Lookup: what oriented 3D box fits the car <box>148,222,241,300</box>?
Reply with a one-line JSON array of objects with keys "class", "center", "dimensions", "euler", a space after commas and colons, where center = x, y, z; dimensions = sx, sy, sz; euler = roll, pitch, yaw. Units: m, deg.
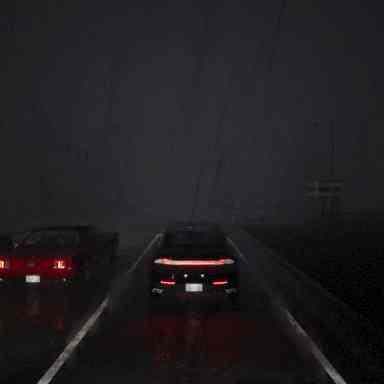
[{"class": "car", "center": [0.058, 1.492, 8.366], "dimensions": [2.128, 1.511, 4.902], "euler": [0, 0, 0]}]

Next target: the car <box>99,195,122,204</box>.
[{"class": "car", "center": [-14.995, 1.352, 61.514], "dimensions": [2.097, 1.767, 4.553], "euler": [0, 0, 0]}]

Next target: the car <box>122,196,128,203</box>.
[{"class": "car", "center": [-14.992, 1.552, 71.552], "dimensions": [1.994, 1.385, 4.181], "euler": [0, 0, 0]}]

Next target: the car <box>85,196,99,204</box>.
[{"class": "car", "center": [-18.493, 1.477, 62.128], "dimensions": [1.882, 1.535, 5.008], "euler": [0, 0, 0]}]

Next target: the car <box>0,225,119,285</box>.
[{"class": "car", "center": [-3.434, 1.601, 9.452], "dimensions": [1.895, 1.301, 4.718], "euler": [0, 0, 0]}]

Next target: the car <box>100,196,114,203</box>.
[{"class": "car", "center": [-18.492, 1.524, 72.229], "dimensions": [1.812, 1.442, 4.674], "euler": [0, 0, 0]}]
